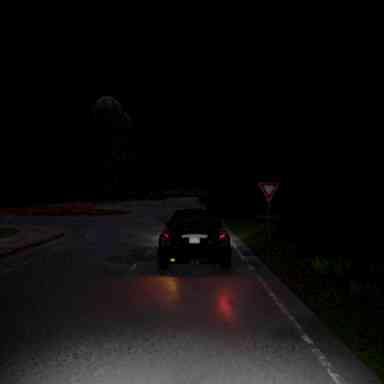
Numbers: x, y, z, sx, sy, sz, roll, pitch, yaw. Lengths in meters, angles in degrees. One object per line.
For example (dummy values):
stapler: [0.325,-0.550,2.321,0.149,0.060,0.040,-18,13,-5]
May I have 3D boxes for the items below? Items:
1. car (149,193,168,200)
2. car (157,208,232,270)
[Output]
car: [-9.084,1.481,85.953,4.181,1.381,1.994,0,0,-1]
car: [0.078,1.343,11.203,2.097,1.767,4.553,0,0,0]
